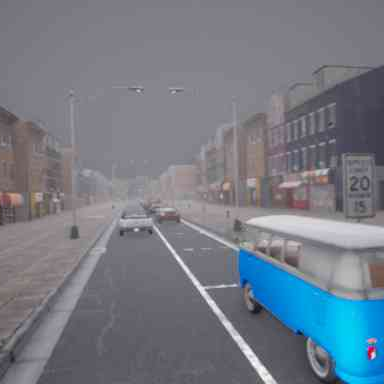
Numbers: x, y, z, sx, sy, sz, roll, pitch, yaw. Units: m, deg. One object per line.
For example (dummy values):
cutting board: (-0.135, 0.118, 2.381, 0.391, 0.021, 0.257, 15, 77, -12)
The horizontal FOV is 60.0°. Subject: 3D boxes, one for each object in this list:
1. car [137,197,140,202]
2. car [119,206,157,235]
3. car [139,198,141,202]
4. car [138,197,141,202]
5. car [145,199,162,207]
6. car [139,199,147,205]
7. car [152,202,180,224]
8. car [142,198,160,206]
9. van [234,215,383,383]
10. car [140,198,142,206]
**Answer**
car: (-10.852, 2.206, 75.110, 1.967, 1.590, 4.097, -2, 0, -10)
car: (-3.455, 1.787, 20.342, 1.895, 1.301, 4.718, -1, 0, -11)
car: (-7.892, 2.116, 58.978, 1.947, 1.339, 4.313, -2, 0, -10)
car: (-9.863, 2.273, 69.732, 1.802, 1.307, 4.206, -2, 0, -10)
car: (-3.951, 1.859, 37.470, 1.947, 1.339, 4.313, -2, 0, -10)
car: (-11.832, 2.424, 80.485, 1.802, 1.307, 4.206, -2, -1, -10)
car: (-1.979, 1.761, 26.716, 1.802, 1.307, 4.206, -1, 0, -10)
car: (-4.943, 1.668, 42.848, 2.192, 1.841, 5.009, -2, 0, -10)
van: (1.958, 1.324, 5.208, 1.690, 1.788, 3.998, -1, 0, -10)
car: (-6.908, 2.026, 53.601, 1.887, 1.381, 4.507, -2, 0, -10)
